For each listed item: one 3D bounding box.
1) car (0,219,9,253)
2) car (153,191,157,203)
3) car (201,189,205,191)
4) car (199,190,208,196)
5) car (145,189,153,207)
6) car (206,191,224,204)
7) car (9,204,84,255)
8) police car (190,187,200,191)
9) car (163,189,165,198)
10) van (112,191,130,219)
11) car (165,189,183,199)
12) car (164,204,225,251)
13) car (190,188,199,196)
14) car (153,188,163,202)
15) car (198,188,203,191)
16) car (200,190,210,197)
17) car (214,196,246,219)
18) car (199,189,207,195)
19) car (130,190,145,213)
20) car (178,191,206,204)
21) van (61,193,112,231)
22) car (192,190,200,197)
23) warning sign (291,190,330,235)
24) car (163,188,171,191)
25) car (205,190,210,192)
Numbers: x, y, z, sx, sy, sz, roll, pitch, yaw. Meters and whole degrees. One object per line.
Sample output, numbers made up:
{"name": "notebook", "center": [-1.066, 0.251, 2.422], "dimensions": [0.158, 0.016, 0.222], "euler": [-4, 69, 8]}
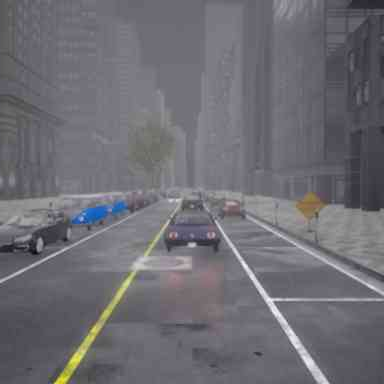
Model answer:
{"name": "car", "center": [-5.765, 1.325, 6.493], "dimensions": [1.967, 1.590, 4.097], "euler": [0, 1, 0]}
{"name": "car", "center": [-5.776, 0.863, 40.555], "dimensions": [1.947, 1.339, 4.313], "euler": [0, 1, 0]}
{"name": "car", "center": [2.745, 0.625, 52.088], "dimensions": [1.752, 1.417, 4.829], "euler": [0, 1, 0]}
{"name": "car", "center": [2.736, 0.177, 80.302], "dimensions": [2.008, 1.369, 4.403], "euler": [0, 1, 0]}
{"name": "car", "center": [-5.774, 0.710, 34.875], "dimensions": [2.192, 1.841, 5.009], "euler": [0, 1, 0]}
{"name": "car", "center": [2.751, 0.945, 34.888], "dimensions": [2.008, 1.369, 4.403], "euler": [0, 1, 0]}
{"name": "car", "center": [-5.767, 1.337, 12.172], "dimensions": [2.008, 1.369, 4.403], "euler": [0, 1, 0]}
{"name": "police car", "center": [0.880, 0.317, 64.434], "dimensions": [1.930, 1.638, 5.238], "euler": [0, 1, 0]}
{"name": "car", "center": [-5.780, 0.654, 51.908], "dimensions": [2.008, 1.369, 4.403], "euler": [0, 1, 0]}
{"name": "van", "center": [-5.771, 0.931, 23.522], "dimensions": [1.690, 1.788, 3.998], "euler": [0, 1, 0]}
{"name": "car", "center": [-3.075, 0.560, 58.161], "dimensions": [1.994, 1.385, 4.181], "euler": [0, 1, 1]}
{"name": "car", "center": [0.035, 1.375, 12.894], "dimensions": [1.895, 1.301, 4.718], "euler": [0, 1, 1]}
{"name": "car", "center": [0.704, -0.026, 80.282], "dimensions": [2.097, 1.767, 4.553], "euler": [0, 1, 0]}
{"name": "car", "center": [-5.778, 0.515, 46.228], "dimensions": [2.192, 1.841, 5.009], "euler": [0, 1, 0]}
{"name": "car", "center": [2.741, 0.351, 63.270], "dimensions": [1.967, 1.590, 4.097], "euler": [0, 1, 0]}
{"name": "car", "center": [2.740, 0.381, 68.949], "dimensions": [1.947, 1.339, 4.313], "euler": [0, 1, 0]}
{"name": "car", "center": [2.755, 1.172, 23.535], "dimensions": [1.802, 1.307, 4.206], "euler": [0, 1, 0]}
{"name": "car", "center": [2.734, -0.028, 85.977], "dimensions": [1.967, 1.590, 4.097], "euler": [0, 1, 0]}
{"name": "car", "center": [-5.773, 0.807, 29.198], "dimensions": [2.192, 1.841, 5.009], "euler": [0, 1, 0]}
{"name": "car", "center": [0.045, 0.962, 29.691], "dimensions": [1.882, 1.535, 5.008], "euler": [0, 1, 0]}
{"name": "van", "center": [-5.769, 1.029, 17.845], "dimensions": [1.690, 1.788, 3.998], "euler": [0, 1, 0]}
{"name": "car", "center": [0.877, 0.252, 74.325], "dimensions": [1.812, 1.442, 4.674], "euler": [0, 1, 0]}
{"name": "warning sign", "center": [5.064, 0.865, 14.326], "dimensions": [1.300, 1.860, 1.060], "euler": [0, 1, 0]}
{"name": "car", "center": [-5.784, 0.226, 63.257], "dimensions": [2.192, 1.841, 5.009], "euler": [0, 1, 0]}
{"name": "car", "center": [2.747, 0.782, 46.242], "dimensions": [1.802, 1.307, 4.206], "euler": [0, 1, 0]}
